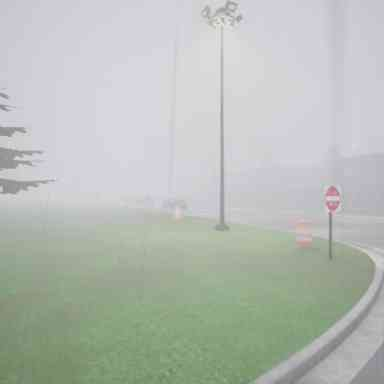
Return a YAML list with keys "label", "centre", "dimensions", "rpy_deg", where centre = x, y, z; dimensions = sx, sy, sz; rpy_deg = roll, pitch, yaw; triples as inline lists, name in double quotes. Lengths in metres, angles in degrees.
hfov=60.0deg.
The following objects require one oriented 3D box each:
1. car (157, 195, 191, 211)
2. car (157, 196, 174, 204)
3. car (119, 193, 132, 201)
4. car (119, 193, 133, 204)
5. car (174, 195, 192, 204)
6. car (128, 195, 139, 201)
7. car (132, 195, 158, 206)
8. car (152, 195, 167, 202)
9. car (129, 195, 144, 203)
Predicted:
- label: "car"
  centre: [-2.176, 1.455, 40.946]
  dimensions: [2.128, 1.511, 4.902]
  rpy_deg: [0, 0, -24]
- label: "car"
  centre: [-5.254, 1.471, 64.790]
  dimensions: [1.812, 1.442, 4.674]
  rpy_deg: [0, 0, -24]
- label: "car"
  centre: [-16.183, 1.170, 80.701]
  dimensions: [2.150, 2.045, 5.566]
  rpy_deg: [0, 0, -24]
- label: "car"
  centre: [-11.548, 1.448, 61.919]
  dimensions: [2.128, 1.511, 4.902]
  rpy_deg: [0, 0, -24]
- label: "car"
  centre: [-1.828, 1.445, 65.700]
  dimensions: [1.837, 1.490, 4.892]
  rpy_deg: [0, 0, -24]
- label: "car"
  centre: [-15.501, 1.533, 87.764]
  dimensions: [1.895, 1.301, 4.718]
  rpy_deg: [0, 0, -24]
- label: "car"
  centre: [-7.381, 1.452, 52.623]
  dimensions: [2.128, 1.511, 4.902]
  rpy_deg: [0, 0, -24]
- label: "car"
  centre: [-7.765, 1.461, 79.013]
  dimensions: [2.128, 1.511, 4.902]
  rpy_deg: [0, 0, -24]
- label: "car"
  centre: [-11.957, 1.426, 71.227]
  dimensions: [1.882, 1.535, 5.008]
  rpy_deg: [0, 0, -24]
